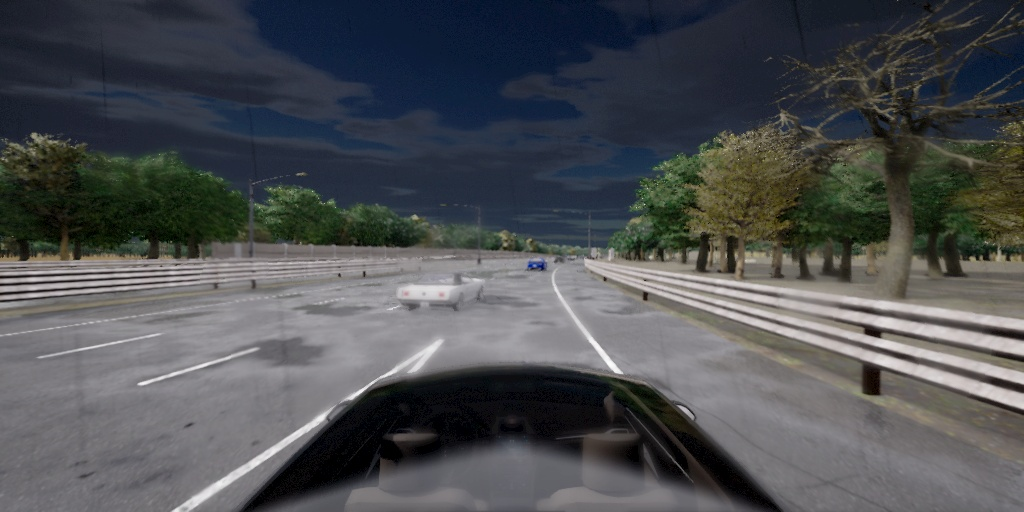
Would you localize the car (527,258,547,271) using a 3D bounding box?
[{"bbox_3d":[3.015,0.923,41.923,1.882,1.535,5.008,0,0,12],"label":"car"}]

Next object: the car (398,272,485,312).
[{"bbox_3d":[-2.429,1.259,13.816,1.895,1.301,4.718,0,0,10],"label":"car"}]
